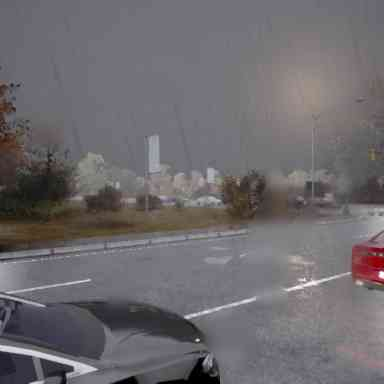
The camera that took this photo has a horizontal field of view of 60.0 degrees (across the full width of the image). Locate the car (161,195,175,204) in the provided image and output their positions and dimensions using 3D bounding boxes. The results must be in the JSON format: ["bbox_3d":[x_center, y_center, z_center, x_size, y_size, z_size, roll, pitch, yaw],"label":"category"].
[{"bbox_3d":[-5.424,1.324,57.821,1.812,1.442,4.674,-1,0,-39],"label":"car"}]

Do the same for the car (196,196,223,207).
[{"bbox_3d":[2.478,1.318,47.886,1.812,1.442,4.674,-1,0,-39],"label":"car"}]

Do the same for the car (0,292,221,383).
[{"bbox_3d":[-1.961,1.492,2.332,4.902,1.511,2.128,0,0,-35],"label":"car"}]

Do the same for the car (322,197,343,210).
[{"bbox_3d":[14.853,1.281,38.045,1.812,1.442,4.674,-1,1,-38],"label":"car"}]

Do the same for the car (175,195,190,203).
[{"bbox_3d":[-2.384,1.258,59.610,2.128,1.511,4.902,-1,1,-38],"label":"car"}]

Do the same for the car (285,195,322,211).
[{"bbox_3d":[11.406,1.138,36.746,2.097,1.767,4.553,-1,0,-39],"label":"car"}]

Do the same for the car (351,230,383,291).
[{"bbox_3d":[5.757,1.445,7.845,5.008,1.535,1.882,0,0,-35],"label":"car"}]
